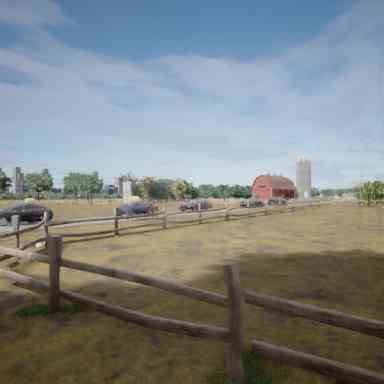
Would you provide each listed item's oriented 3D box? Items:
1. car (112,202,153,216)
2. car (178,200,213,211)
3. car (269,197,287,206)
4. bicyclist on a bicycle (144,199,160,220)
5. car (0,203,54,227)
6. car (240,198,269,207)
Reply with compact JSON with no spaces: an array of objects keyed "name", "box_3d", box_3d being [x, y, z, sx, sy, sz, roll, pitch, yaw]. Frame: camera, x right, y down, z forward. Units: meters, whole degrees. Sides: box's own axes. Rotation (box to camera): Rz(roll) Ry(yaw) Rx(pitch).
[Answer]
[{"name":"car","box_3d":[-5.838,1.669,32.846,1.994,1.385,4.181,-2,-1,35]},{"name":"car","box_3d":[0.544,1.667,41.821,2.033,1.411,5.357,-2,-1,36]},{"name":"car","box_3d":[14.574,1.608,56.669,1.837,1.490,4.892,-2,-2,35]},{"name":"bicyclist on a bicycle","box_3d":[-3.160,1.415,26.297,1.656,1.620,0.582,0,0,35]},{"name":"car","box_3d":[-12.356,1.596,23.649,1.837,1.490,4.892,-2,-2,35]},{"name":"car","box_3d":[8.873,1.602,48.553,2.033,1.411,5.357,-2,-1,36]}]
